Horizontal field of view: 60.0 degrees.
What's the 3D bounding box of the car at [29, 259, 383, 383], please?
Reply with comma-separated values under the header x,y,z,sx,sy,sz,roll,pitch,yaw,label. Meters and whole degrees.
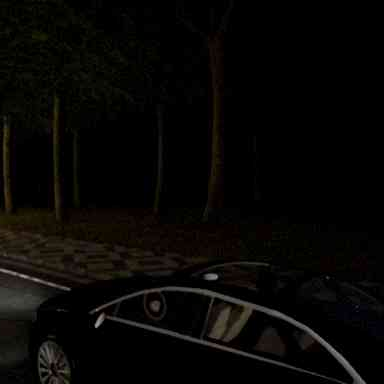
x,y,z,sx,sy,sz,roll,pitch,yaw,label
0.264,1.484,3.375,4.902,1.511,2.128,0,0,36,car
